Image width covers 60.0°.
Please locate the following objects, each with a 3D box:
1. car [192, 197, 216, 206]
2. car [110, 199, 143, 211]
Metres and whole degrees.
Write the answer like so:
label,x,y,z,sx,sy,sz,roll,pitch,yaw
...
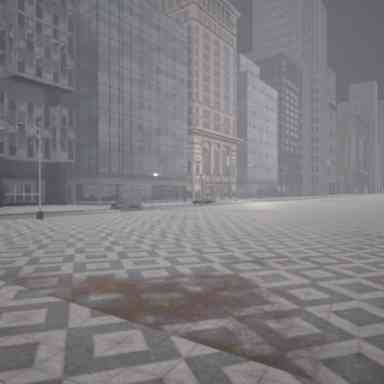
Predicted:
label,x,y,z,sx,sy,sz,roll,pitch,yaw
car,2.029,1.552,55.450,1.895,1.301,4.718,0,0,35
car,-8.124,1.542,41.354,1.994,1.385,4.181,0,0,36
